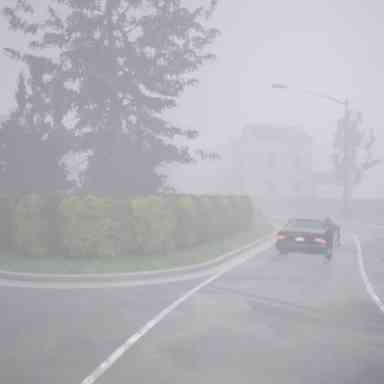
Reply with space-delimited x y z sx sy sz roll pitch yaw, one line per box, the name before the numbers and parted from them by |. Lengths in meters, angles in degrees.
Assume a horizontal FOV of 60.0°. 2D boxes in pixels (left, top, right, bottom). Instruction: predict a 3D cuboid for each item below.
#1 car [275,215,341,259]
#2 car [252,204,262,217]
car | 4.702 1.609 13.113 2.033 1.411 5.357 1 0 28
car | 4.672 1.631 31.883 1.994 1.385 4.181 1 0 -35
